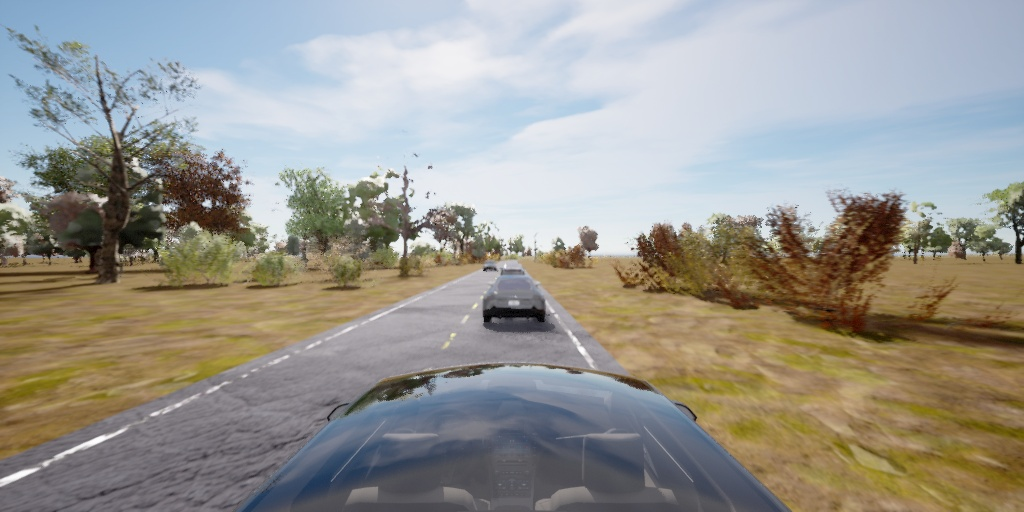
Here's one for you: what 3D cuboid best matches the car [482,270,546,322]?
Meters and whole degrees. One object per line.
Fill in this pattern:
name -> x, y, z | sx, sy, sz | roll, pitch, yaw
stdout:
car -> 0.071, 1.343, 12.395 | 1.994, 1.385, 4.181 | 0, 0, 0

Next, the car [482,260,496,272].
car -> -3.069, 1.391, 50.232 | 1.837, 1.490, 4.892 | 0, 0, 0

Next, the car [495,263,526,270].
car -> 0.067, 1.316, 27.704 | 2.128, 1.511, 4.902 | 0, 0, 1
